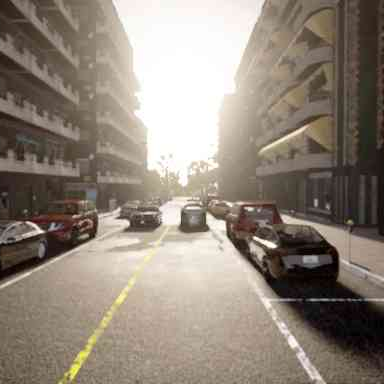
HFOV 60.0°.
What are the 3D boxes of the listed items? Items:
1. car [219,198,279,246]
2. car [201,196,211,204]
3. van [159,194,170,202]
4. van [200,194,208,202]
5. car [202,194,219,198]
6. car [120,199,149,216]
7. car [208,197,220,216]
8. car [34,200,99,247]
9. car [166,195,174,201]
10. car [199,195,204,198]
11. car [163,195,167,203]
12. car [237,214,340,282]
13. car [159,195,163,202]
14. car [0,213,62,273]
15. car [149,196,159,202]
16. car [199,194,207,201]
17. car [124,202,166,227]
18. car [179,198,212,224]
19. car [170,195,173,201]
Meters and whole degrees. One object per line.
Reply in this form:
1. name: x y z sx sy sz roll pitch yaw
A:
1. car: 2.675 1.306 15.124 2.192 1.841 5.009 -1 0 0
2. car: 2.688 1.503 64.842 1.887 1.381 4.507 -1 0 0
3. van: -5.695 1.300 64.796 1.690 1.788 3.998 -1 0 0
4. van: 2.687 1.290 75.891 1.690 1.788 3.998 -1 0 0
5. car: 2.680 1.289 42.745 2.192 1.841 5.009 -1 0 0
6. car: -5.697 1.532 31.650 2.008 1.369 4.403 -1 0 0
7. car: 2.682 1.506 31.867 1.752 1.417 4.829 -1 0 0
8. car: -5.705 1.306 15.077 2.192 1.841 5.009 -1 0 0
9. car: -5.784 1.520 86.886 1.802 1.307 4.206 -1 0 0
10. car: 0.104 1.453 40.091 1.882 1.535 5.008 0 0 0
11. car: -5.693 1.533 53.747 1.947 1.339 4.313 -1 0 0
12. car: 2.679 1.560 9.600 1.947 1.339 4.313 -1 0 0
13. car: -5.695 1.496 48.053 1.752 1.417 4.829 -1 0 0
14. car: -5.701 1.545 9.553 2.008 1.369 4.403 -1 0 0
15. car: -5.695 1.519 42.699 1.887 1.381 4.507 -1 0 0
16. car: 2.689 1.384 81.415 1.967 1.590 4.097 -1 0 0
17. car: -3.095 1.587 23.009 1.895 1.301 4.718 0 0 0
18. car: 0.099 1.478 24.290 2.128 1.511 4.902 0 0 0
19. car: -5.689 1.474 75.674 1.752 1.417 4.829 -1 0 0
